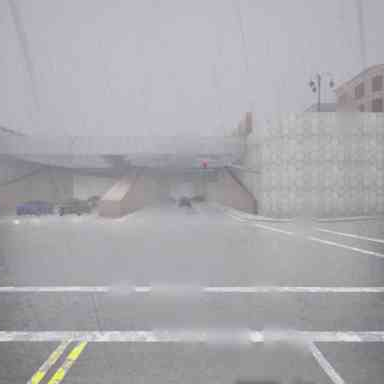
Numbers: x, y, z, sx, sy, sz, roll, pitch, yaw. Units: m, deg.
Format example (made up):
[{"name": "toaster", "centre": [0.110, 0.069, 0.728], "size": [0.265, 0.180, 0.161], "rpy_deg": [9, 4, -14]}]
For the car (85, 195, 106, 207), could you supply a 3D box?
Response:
[{"name": "car", "centre": [-15.284, 1.352, 53.042], "size": [2.097, 1.767, 4.553], "rpy_deg": [0, 0, -1]}]

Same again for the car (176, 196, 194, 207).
[{"name": "car", "centre": [-1.118, 1.547, 52.330], "size": [2.033, 1.411, 5.357], "rpy_deg": [0, 0, -2]}]

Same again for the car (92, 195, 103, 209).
[{"name": "car", "centre": [-11.550, 1.351, 42.425], "size": [2.097, 1.767, 4.553], "rpy_deg": [0, 0, -1]}]

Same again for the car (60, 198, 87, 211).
[{"name": "car", "centre": [-15.058, 1.506, 42.683], "size": [1.837, 1.490, 4.892], "rpy_deg": [0, 0, -1]}]

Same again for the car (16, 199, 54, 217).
[{"name": "car", "centre": [-14.769, 1.477, 31.595], "size": [1.882, 1.535, 5.008], "rpy_deg": [0, 0, -2]}]

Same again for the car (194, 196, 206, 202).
[{"name": "car", "centre": [1.515, 1.524, 74.822], "size": [1.812, 1.442, 4.674], "rpy_deg": [0, 0, 28]}]

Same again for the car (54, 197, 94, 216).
[{"name": "car", "centre": [-11.284, 1.507, 32.167], "size": [1.837, 1.490, 4.892], "rpy_deg": [0, -1, -2]}]

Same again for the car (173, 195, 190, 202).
[{"name": "car", "centre": [-2.353, 1.524, 74.694], "size": [1.812, 1.442, 4.674], "rpy_deg": [0, 0, 24]}]

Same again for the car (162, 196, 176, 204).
[{"name": "car", "centre": [-4.525, 1.547, 64.337], "size": [2.033, 1.411, 5.357], "rpy_deg": [0, 0, 5]}]
